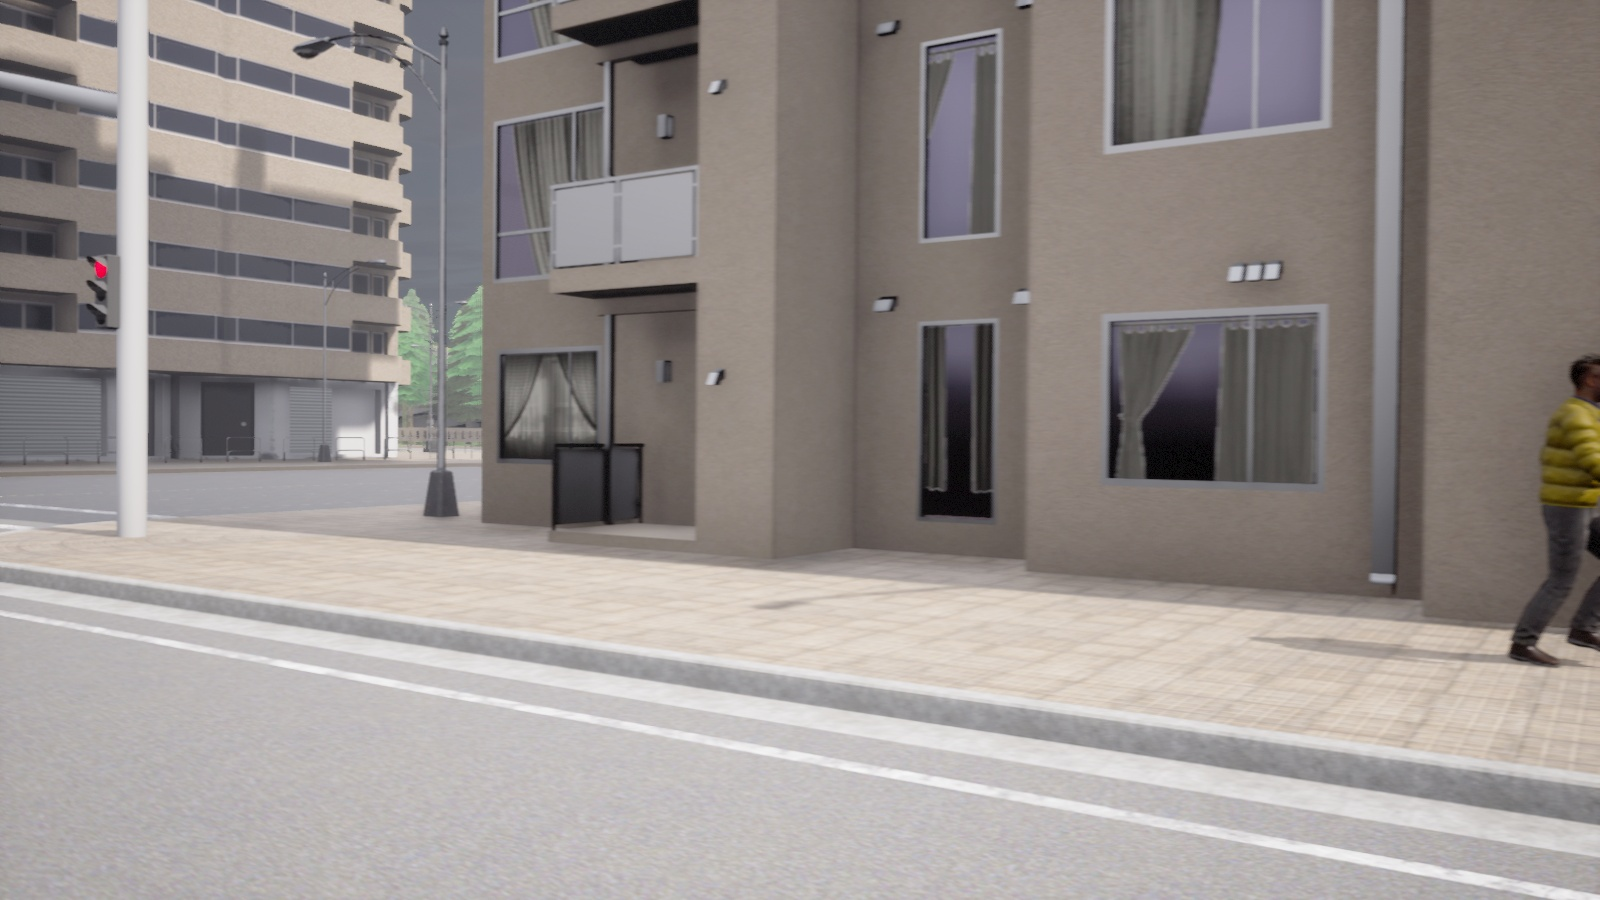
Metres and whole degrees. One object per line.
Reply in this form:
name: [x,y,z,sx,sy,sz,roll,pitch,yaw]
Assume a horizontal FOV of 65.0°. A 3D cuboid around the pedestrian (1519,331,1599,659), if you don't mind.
pedestrian: [4.567,0.250,7.246,0.709,1.840,0.431,0,1,32]
